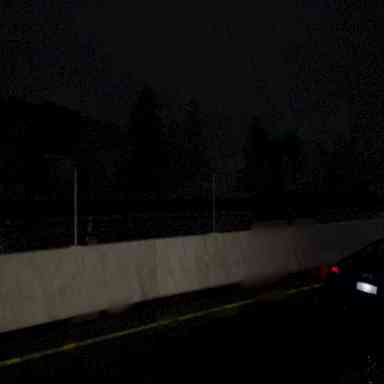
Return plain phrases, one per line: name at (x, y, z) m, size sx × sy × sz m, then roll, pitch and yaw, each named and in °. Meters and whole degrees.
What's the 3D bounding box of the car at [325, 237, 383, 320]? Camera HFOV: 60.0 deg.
car at (4.559, 1.515, 6.426) m, size 4.181 × 1.385 × 1.994 m, roll 0°, pitch 0°, yaw -31°
